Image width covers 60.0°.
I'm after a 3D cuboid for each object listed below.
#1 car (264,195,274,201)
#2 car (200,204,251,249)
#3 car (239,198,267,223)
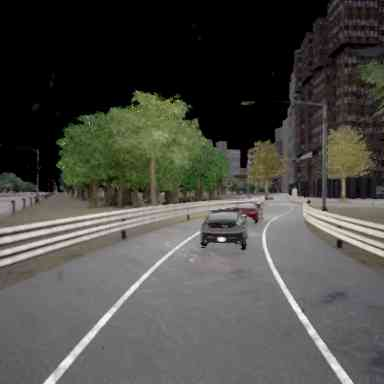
[{"bbox_3d":[20.243,1.519,87.950,2.033,1.411,5.357,0,0,2],"label":"car"},{"bbox_3d":[1.534,1.513,14.785,1.837,1.490,4.892,0,0,10],"label":"car"},{"bbox_3d":[4.427,1.510,25.887,1.882,1.535,5.008,0,0,18],"label":"car"}]
